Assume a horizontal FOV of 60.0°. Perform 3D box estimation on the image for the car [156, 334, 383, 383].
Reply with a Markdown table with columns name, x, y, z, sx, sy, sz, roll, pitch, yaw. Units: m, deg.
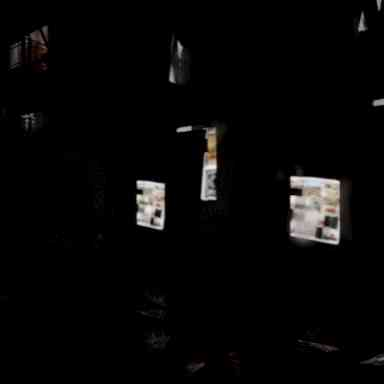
| name | x | y | z | sx | sy | sz | roll | pitch | yaw |
| --- | --- | --- | --- | --- | --- | --- | --- | --- | --- |
| car | 1.697 | 1.545 | 1.664 | 4.507 | 1.381 | 1.887 | 0 | 0 | 35 |
